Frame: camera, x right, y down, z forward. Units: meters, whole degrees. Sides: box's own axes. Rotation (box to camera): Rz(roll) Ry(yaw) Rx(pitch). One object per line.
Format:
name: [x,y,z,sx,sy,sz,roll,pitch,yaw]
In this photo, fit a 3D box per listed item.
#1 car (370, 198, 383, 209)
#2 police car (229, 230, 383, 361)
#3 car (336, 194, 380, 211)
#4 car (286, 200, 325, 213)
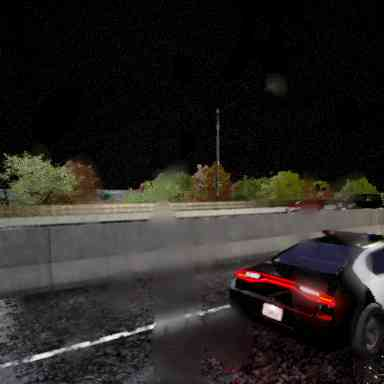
car: [18.205,1.493,29.461,4.892,1.490,1.837,0,0,-34]
police car: [3.104,1.501,6.065,4.974,1.542,2.038,0,0,-35]
car: [16.447,1.208,32.503,5.566,2.045,2.150,0,0,-34]
car: [11.429,1.511,33.302,4.674,1.442,1.812,0,0,-34]
